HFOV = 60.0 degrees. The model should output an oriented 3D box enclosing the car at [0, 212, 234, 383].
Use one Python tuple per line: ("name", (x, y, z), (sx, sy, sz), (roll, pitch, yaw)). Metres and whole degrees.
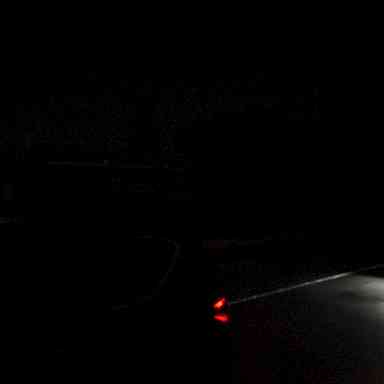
("car", (-2.216, 1.222, 2.352), (5.566, 2.045, 2.150), (1, 0, -35))
